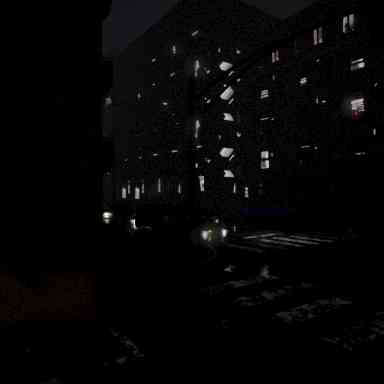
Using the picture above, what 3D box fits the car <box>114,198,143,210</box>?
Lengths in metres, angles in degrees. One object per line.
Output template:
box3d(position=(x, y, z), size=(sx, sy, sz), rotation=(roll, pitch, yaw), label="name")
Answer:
box3d(position=(-8.293, 1.463, 43.277), size=(1.887, 1.381, 4.507), rotation=(-1, 0, -36), label="car")

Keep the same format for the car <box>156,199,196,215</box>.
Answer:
box3d(position=(-1.755, 1.450, 34.242), size=(1.752, 1.417, 4.829), rotation=(0, 0, -36), label="car")

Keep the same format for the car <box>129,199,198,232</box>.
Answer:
box3d(position=(-1.818, 1.441, 20.033), size=(1.967, 1.590, 4.097), rotation=(0, 0, -36), label="car")

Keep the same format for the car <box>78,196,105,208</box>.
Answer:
box3d(position=(-14.256, 1.429, 47.008), size=(2.128, 1.511, 4.902), rotation=(-1, 0, -36), label="car")

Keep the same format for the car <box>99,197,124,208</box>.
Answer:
box3d(position=(-11.611, 1.463, 47.864), size=(1.887, 1.381, 4.507), rotation=(-1, 0, -36), label="car")

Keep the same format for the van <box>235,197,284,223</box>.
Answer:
box3d(position=(4.982, 1.280, 24.930), size=(1.690, 1.788, 3.998), rotation=(0, 0, -36), label="van")

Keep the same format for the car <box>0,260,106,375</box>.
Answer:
box3d(position=(-3.549, 1.525, 4.036), size=(4.829, 1.417, 1.752), rotation=(0, 0, -35), label="car")

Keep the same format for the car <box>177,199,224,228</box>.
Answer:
box3d(position=(0.050, 1.473, 21.866), size=(2.128, 1.511, 4.902), rotation=(-1, 0, -36), label="car")

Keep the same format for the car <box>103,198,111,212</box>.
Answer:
box3d(position=(-11.331, 1.439, 37.613), size=(1.882, 1.535, 5.008), rotation=(-1, 0, -36), label="car")

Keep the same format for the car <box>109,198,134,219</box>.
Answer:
box3d(position=(-5.343, 1.532, 29.314), size=(1.994, 1.385, 4.181), rotation=(-1, 0, -37), label="car")
